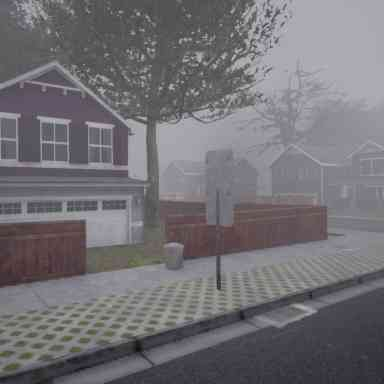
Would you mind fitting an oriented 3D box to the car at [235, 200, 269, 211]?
[{"bbox_3d":[5.184,1.444,26.372,1.837,1.490,4.892,-1,1,-36],"label":"car"}]

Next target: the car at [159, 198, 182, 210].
[{"bbox_3d":[-2.426,1.371,36.787,1.882,1.535,5.008,-1,1,-36],"label":"car"}]
